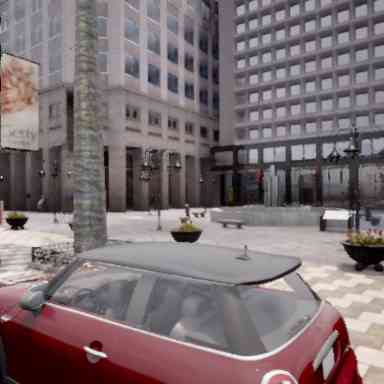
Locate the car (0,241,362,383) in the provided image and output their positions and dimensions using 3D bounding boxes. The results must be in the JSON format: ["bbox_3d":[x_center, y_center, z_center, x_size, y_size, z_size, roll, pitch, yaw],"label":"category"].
[{"bbox_3d":[-0.660,1.378,3.846,4.553,1.767,2.185,-1,0,36],"label":"car"}]
